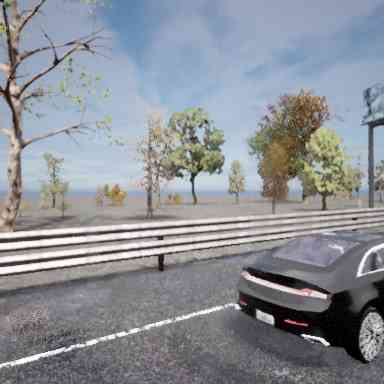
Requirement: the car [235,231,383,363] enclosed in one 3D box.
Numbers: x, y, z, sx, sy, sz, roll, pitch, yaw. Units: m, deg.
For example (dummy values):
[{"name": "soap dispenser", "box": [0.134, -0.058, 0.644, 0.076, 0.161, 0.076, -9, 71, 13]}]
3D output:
[{"name": "car", "box": [2.961, 1.453, 5.841, 4.902, 1.511, 2.128, 0, 0, -35]}]
